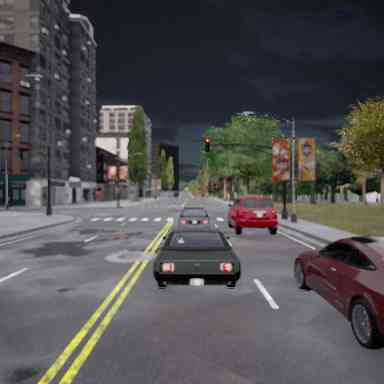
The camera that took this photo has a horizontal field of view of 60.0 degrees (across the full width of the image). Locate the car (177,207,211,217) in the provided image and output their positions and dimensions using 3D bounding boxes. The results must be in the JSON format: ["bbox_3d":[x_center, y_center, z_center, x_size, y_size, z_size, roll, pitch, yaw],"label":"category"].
[{"bbox_3d":[0.121,1.563,19.260,2.033,1.411,5.357,0,0,0],"label":"car"}]

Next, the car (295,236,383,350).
[{"bbox_3d":[3.357,1.531,6.110,1.812,1.442,4.674,0,0,0],"label":"car"}]

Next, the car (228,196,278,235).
[{"bbox_3d":[3.371,1.238,19.211,2.150,2.045,5.566,0,0,0],"label":"car"}]

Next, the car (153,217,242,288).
[{"bbox_3d":[0.110,1.608,9.198,1.895,1.301,4.718,0,0,0],"label":"car"}]
